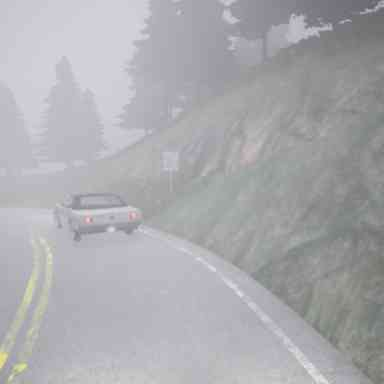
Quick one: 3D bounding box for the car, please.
[{"bbox_3d":[-3.434,0.697,11.336,1.895,1.301,4.718,-3,3,-31],"label":"car"}]
